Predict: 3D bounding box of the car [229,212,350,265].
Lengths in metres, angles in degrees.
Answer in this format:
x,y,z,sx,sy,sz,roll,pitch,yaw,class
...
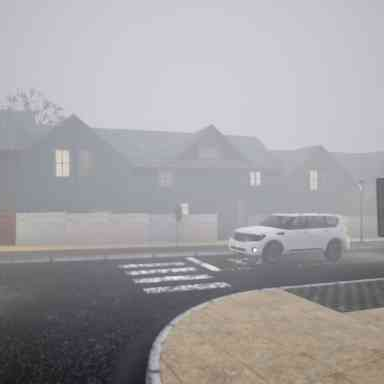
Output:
x,y,z,sx,sy,sz,roll,pitch,yaw,class
4.388,1.925,14.753,5.566,2.045,2.150,2,-2,-24,car
